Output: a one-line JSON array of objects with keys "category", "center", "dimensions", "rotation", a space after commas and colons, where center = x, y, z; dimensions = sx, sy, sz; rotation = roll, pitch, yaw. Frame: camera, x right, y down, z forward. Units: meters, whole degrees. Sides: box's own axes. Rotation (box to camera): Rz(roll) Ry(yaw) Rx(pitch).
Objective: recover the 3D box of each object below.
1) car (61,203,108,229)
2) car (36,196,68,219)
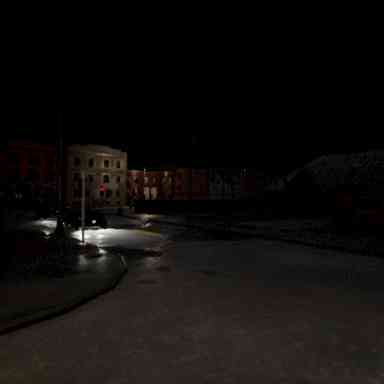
[{"category": "car", "center": [-7.214, 1.682, 22.433], "dimensions": [1.994, 1.385, 4.181], "rotation": [1, -1, -34]}, {"category": "car", "center": [-13.103, 1.363, 31.230], "dimensions": [2.150, 2.045, 5.566], "rotation": [1, -1, -34]}]
